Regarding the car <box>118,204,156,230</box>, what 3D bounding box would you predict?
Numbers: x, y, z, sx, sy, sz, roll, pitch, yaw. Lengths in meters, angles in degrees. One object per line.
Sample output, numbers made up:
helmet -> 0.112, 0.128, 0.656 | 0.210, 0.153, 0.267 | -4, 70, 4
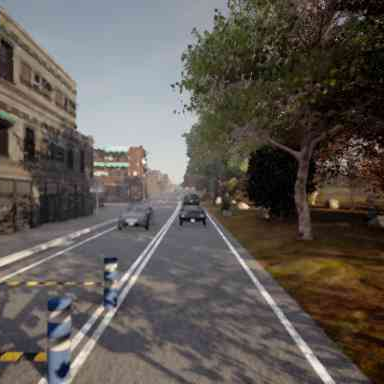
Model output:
car -> -3.397, 1.505, 21.058 | 2.128, 1.511, 4.902 | 0, 0, 0

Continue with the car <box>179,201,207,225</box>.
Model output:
car -> 0.039, 1.615, 24.490 | 1.895, 1.301, 4.718 | 0, 0, 0

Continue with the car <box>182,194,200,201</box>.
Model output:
car -> -0.126, 1.221, 42.750 | 2.150, 2.045, 5.566 | 0, 0, -1
